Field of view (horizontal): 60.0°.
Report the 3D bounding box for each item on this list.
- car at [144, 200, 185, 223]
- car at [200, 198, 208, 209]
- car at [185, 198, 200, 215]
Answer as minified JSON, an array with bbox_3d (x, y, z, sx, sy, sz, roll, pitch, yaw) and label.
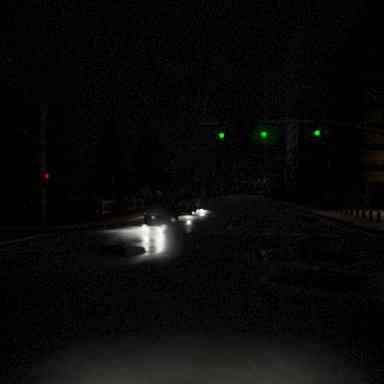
[{"bbox_3d":[-2.298,1.564,26.136,2.128,1.511,4.902,0,0,11],"label":"car"},{"bbox_3d":[1.153,1.619,47.766,2.128,1.511,4.902,0,0,9],"label":"car"},{"bbox_3d":[-0.706,1.575,35.908,1.882,1.535,5.008,0,0,9],"label":"car"}]
